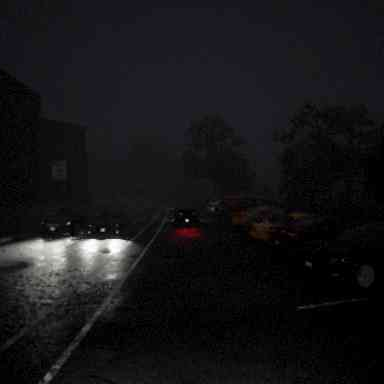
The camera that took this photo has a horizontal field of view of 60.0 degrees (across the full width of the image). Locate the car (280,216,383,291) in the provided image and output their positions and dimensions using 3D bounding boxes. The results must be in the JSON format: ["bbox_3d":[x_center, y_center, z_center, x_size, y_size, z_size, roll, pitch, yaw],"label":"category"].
[{"bbox_3d":[5.252,1.573,9.211,5.008,1.535,2.097,1,0,-21],"label":"car"}]

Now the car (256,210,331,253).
[{"bbox_3d":[5.186,1.602,12.188,5.008,1.535,2.097,1,-1,-21],"label":"car"}]

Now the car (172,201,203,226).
[{"bbox_3d":[-0.430,1.737,25.524,1.837,1.490,4.892,0,0,-2],"label":"car"}]

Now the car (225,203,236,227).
[{"bbox_3d":[4.969,1.687,21.097,5.008,1.535,2.097,1,-1,-22],"label":"car"}]

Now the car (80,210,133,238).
[{"bbox_3d":[-4.564,1.752,18.865,1.994,1.385,4.181,0,-1,-2],"label":"car"}]

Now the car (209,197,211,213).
[{"bbox_3d":[4.489,1.587,32.973,4.553,1.767,2.185,1,0,-23],"label":"car"}]

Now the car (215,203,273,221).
[{"bbox_3d":[4.674,1.752,30.028,4.792,1.488,2.163,1,0,-23],"label":"car"}]

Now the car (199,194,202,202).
[{"bbox_3d":[3.841,1.328,44.840,5.566,2.045,2.435,0,1,-24],"label":"car"}]

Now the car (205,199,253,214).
[{"bbox_3d":[4.381,1.663,39.012,5.366,1.575,1.946,0,0,-23],"label":"car"}]

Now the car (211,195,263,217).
[{"bbox_3d":[4.797,1.470,27.057,5.566,2.045,2.435,1,0,-22],"label":"car"}]

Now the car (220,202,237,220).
[{"bbox_3d":[4.886,1.710,24.066,4.892,1.521,2.231,1,0,-22],"label":"car"}]

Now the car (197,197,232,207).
[{"bbox_3d":[3.463,1.488,50.794,4.892,1.521,2.231,0,1,-24],"label":"car"}]

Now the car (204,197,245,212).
[{"bbox_3d":[4.074,1.500,41.905,4.553,1.767,2.185,0,1,-24],"label":"car"}]

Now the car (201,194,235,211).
[{"bbox_3d":[4.349,1.443,35.939,5.566,2.045,2.435,1,1,-23],"label":"car"}]

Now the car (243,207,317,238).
[{"bbox_3d":[5.305,1.631,15.226,5.366,1.575,1.946,1,-1,-21],"label":"car"}]

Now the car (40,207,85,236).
[{"bbox_3d":[-7.394,1.693,19.926,2.128,1.511,4.902,0,-1,-2],"label":"car"}]

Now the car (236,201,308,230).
[{"bbox_3d":[5.089,1.534,18.134,4.553,1.767,2.185,1,0,-22],"label":"car"}]

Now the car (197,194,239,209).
[{"bbox_3d":[3.698,1.282,47.839,5.566,2.045,2.435,0,1,-24],"label":"car"}]
